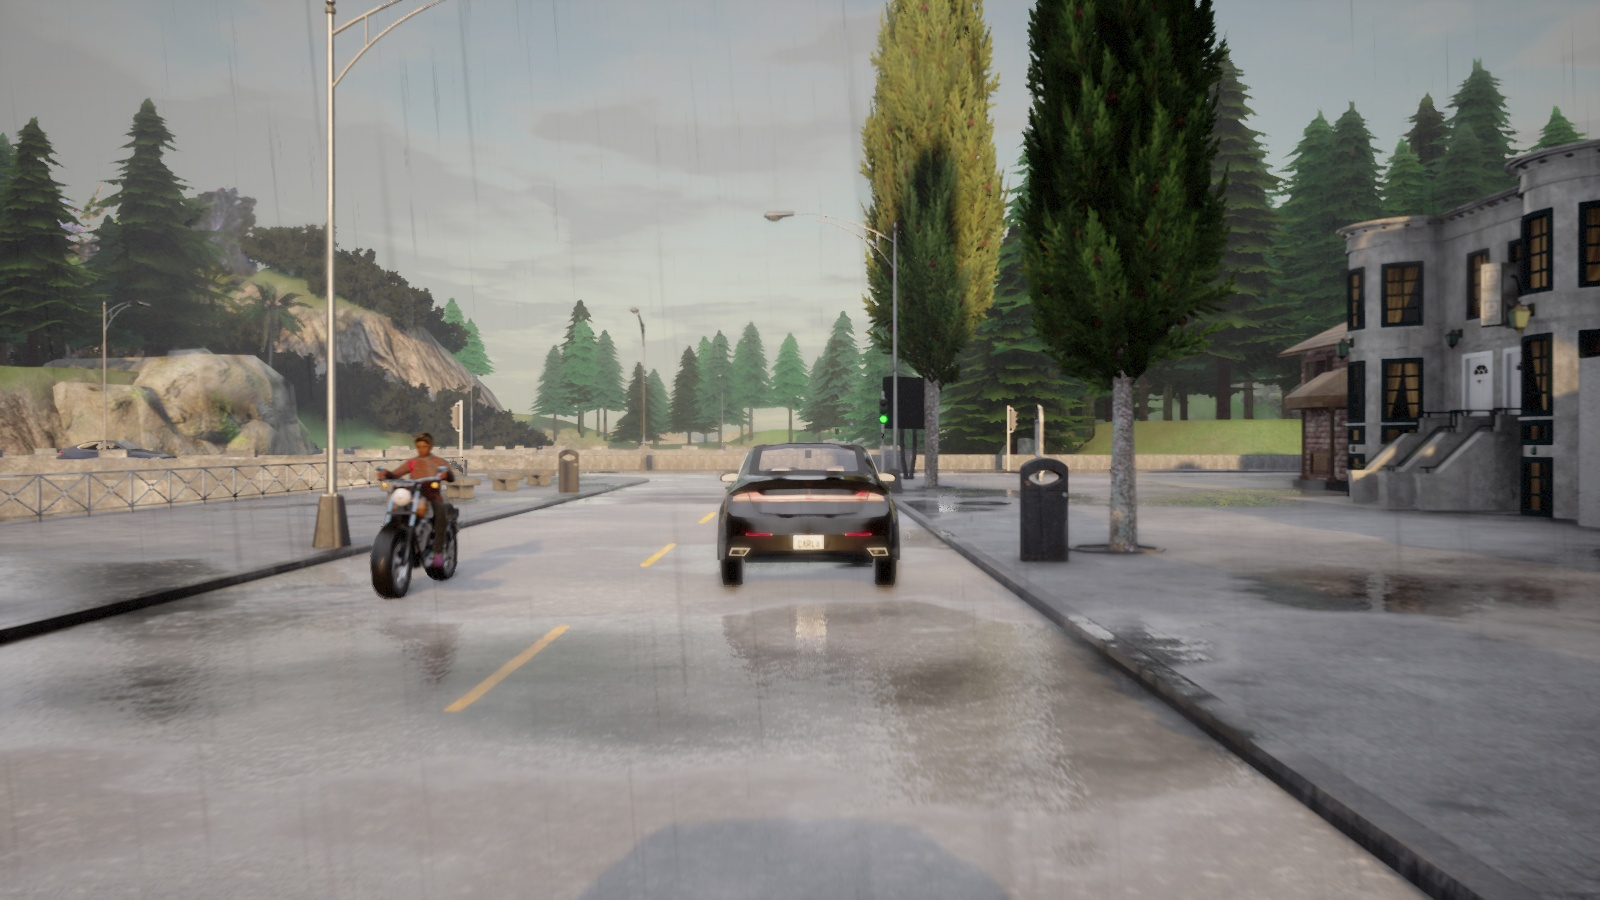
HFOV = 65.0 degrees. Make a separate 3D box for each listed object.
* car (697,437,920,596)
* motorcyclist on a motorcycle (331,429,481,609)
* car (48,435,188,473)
[{"bbox_3d":[0.095,0.621,14.450,2.128,1.511,4.902,0,0,0],"label":"car"},{"bbox_3d":[-3.915,0.622,12.699,0.766,1.649,2.350,0,0,0],"label":"motorcyclist on a motorcycle"},{"bbox_3d":[-30.290,0.186,55.883,5.027,1.651,2.152,0,0,0],"label":"car"}]
